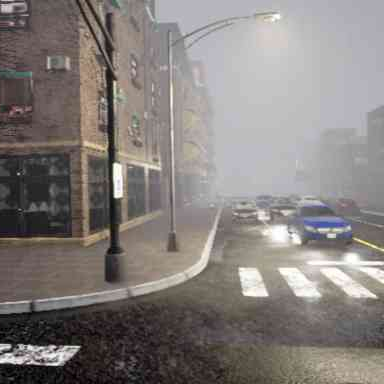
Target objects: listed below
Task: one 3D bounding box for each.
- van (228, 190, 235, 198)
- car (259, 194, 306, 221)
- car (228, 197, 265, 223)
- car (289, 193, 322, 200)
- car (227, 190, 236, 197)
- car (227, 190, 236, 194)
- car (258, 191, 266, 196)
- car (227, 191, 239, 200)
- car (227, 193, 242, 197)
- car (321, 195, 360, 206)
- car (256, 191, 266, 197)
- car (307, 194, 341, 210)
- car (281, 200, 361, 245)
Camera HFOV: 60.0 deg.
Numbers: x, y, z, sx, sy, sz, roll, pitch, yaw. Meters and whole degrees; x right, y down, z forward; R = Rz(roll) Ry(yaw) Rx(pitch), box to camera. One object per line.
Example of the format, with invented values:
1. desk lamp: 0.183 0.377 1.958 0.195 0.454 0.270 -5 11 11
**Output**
1. van: 9.395 0.406 79.258 1.690 1.788 3.998 -2 0 6
2. car: 6.243 1.139 23.578 2.128 1.511 4.902 -1 1 6
3. car: 3.507 1.257 22.603 2.008 1.369 4.403 -1 1 6
4. car: 9.987 1.051 28.930 1.812 1.442 4.674 -1 1 6
5. car: 9.984 0.319 84.922 2.192 1.841 5.009 -2 0 6
6. car: 6.436 0.904 50.762 1.752 1.417 4.829 -1 1 6
7. car: 18.916 0.383 89.736 1.802 1.307 4.206 -2 0 6
8. car: 7.629 0.689 62.261 1.967 1.590 4.097 -1 0 6
9. car: 4.686 1.123 33.935 2.008 1.369 4.403 -1 1 6
10. car: 12.432 1.078 27.413 1.802 1.307 4.206 -1 1 6
11. car: 7.271 1.006 33.659 1.882 1.535 5.008 -1 1 6
12. car: 13.021 0.980 33.079 2.008 1.369 4.403 -1 1 6
13. car: 5.254 1.285 14.270 1.812 1.442 4.674 -1 1 6
